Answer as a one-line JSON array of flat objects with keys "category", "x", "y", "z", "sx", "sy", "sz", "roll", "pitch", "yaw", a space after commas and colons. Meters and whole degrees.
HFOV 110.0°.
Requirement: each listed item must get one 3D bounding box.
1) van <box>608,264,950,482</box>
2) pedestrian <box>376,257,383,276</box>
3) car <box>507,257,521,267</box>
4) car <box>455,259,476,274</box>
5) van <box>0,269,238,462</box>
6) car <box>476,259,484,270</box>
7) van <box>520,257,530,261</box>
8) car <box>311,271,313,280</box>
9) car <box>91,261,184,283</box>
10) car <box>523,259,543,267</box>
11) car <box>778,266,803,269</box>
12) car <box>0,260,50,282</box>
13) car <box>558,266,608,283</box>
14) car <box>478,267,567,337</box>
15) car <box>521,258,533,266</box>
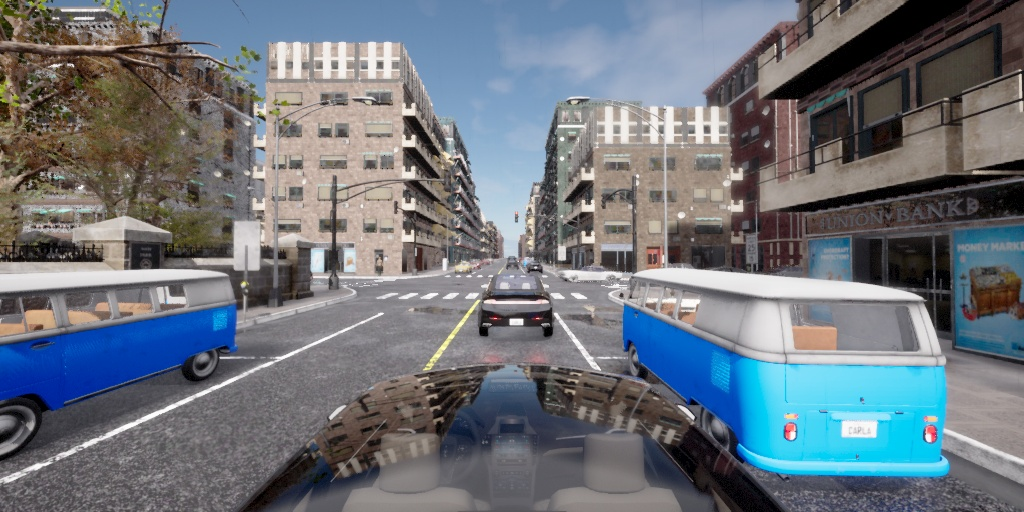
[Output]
[{"category": "van", "x": 2.658, "y": 1.092, "z": 4.603, "sx": 1.690, "sy": 1.789, "sz": 3.998, "roll": 0, "pitch": 0, "yaw": 0}, {"category": "pedestrian", "x": -12.546, "y": 0.969, "z": 33.989, "sx": 0.375, "sy": 1.860, "sz": 0.375, "roll": 0, "pitch": -1, "yaw": 1}, {"category": "car", "x": 0.085, "y": 1.298, "z": 56.818, "sx": 1.812, "sy": 1.442, "sz": 4.674, "roll": 0, "pitch": 0, "yaw": 0}, {"category": "car", "x": -5.698, "y": 1.291, "z": 42.378, "sx": 1.751, "sy": 1.417, "sz": 4.829, "roll": 0, "pitch": 0, "yaw": 0}, {"category": "van", "x": -5.657, "y": 1.092, "z": 4.603, "sx": 1.690, "sy": 1.789, "sz": 3.998, "roll": 0, "pitch": 0, "yaw": 0}, {"category": "car", "x": -5.702, "y": 1.210, "z": 53.833, "sx": 1.967, "sy": 1.591, "sz": 4.097, "roll": 0, "pitch": 0, "yaw": 0}, {"category": "van", "x": 2.678, "y": 1.114, "z": 59.477, "sx": 1.690, "sy": 1.789, "sz": 3.998, "roll": 0, "pitch": 0, "yaw": 0}, {"category": "car", "x": -16.593, "y": 1.000, "z": 25.296, "sx": 4.553, "sy": 1.767, "sz": 2.097, "roll": 0, "pitch": -1, "yaw": 1}, {"category": "car", "x": -26.419, "y": 1.120, "z": 25.409, "sx": 4.674, "sy": 1.442, "sz": 1.812, "roll": 0, "pitch": -1, "yaw": 1}, {"category": "car", "x": 2.682, "y": 1.331, "z": 42.550, "sx": 1.948, "sy": 1.339, "sz": 4.313, "roll": 0, "pitch": 0, "yaw": 0}, {"category": "car", "x": 21.544, "y": 1.481, "z": 28.048, "sx": 4.181, "sy": 1.385, "sz": 1.994, "roll": 0, "pitch": -1, "yaw": 1}, {"category": "car", "x": -36.517, "y": 1.045, "z": 25.534, "sx": 4.892, "sy": 1.490, "sz": 1.837, "roll": 0, "pitch": -1, "yaw": 1}, {"category": "car", "x": 5.873, "y": 1.385, "z": 27.371, "sx": 4.718, "sy": 1.301, "sz": 1.895, "roll": 1, "pitch": 0, "yaw": -11}, {"category": "car", "x": 0.098, "y": 1.244, "z": 10.333, "sx": 2.128, "sy": 1.511, "sz": 4.902, "roll": 0, "pitch": 0, "yaw": 0}, {"category": "car", "x": 2.681, "y": 1.318, "z": 48.193, "sx": 2.007, "sy": 1.370, "sz": 4.403, "roll": 0, "pitch": 0, "yaw": 0}]
